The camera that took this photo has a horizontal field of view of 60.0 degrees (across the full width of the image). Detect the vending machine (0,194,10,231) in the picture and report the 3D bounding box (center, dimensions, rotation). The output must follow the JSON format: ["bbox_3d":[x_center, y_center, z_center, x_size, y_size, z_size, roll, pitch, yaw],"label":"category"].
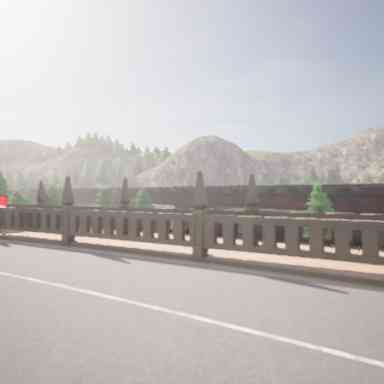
[{"bbox_3d":[-11.368,1.181,19.274,0.880,2.100,1.100,0,0,25],"label":"vending machine"}]
